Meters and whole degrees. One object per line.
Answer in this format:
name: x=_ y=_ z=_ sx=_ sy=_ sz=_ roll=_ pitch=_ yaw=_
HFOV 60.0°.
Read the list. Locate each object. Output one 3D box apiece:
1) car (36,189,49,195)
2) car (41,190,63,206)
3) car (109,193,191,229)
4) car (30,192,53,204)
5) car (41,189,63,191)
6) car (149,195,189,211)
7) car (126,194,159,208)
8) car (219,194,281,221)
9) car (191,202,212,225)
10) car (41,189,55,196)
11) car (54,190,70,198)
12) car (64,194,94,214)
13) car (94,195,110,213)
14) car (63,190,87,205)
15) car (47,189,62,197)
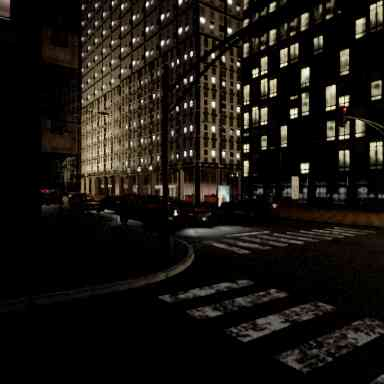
car: x=-35.071 y=0.008 z=78.083 sx=1.887 sy=1.381 sz=4.507 roll=2 pitch=0 yaw=-36
car: x=-15.666 y=0.836 z=37.231 sx=2.008 sy=1.369 sz=4.403 roll=2 pitch=0 yaw=-36
car: x=-2.593 y=1.017 z=19.303 sx=2.192 sy=1.841 sz=5.009 roll=2 pitch=0 yaw=-36
car: x=-18.933 y=0.762 z=41.712 sx=1.802 sy=1.307 sz=4.206 roll=2 pitch=0 yaw=-36
car: x=-25.550 y=0.398 z=60.593 sx=1.994 sy=1.385 sz=4.181 roll=0 pitch=1 yaw=-36
car: x=-2.399 y=1.088 z=33.254 sx=1.947 sy=1.339 sz=4.313 roll=2 pitch=0 yaw=-36
car: x=-5.667 y=0.984 z=37.737 sx=1.947 sy=1.339 sz=4.313 roll=2 pitch=0 yaw=-36
car: x=4.142 y=1.045 z=24.288 sx=2.192 sy=1.841 sz=5.009 roll=2 pitch=0 yaw=-36
car: x=-0.668 y=1.232 z=21.027 sx=1.812 sy=1.442 sz=4.674 roll=0 pitch=1 yaw=-36
car: x=-31.804 y=0.115 z=73.600 sx=1.887 sy=1.381 sz=4.507 roll=2 pitch=0 yaw=-36
car: x=-25.270 y=0.328 z=64.635 sx=1.887 sy=1.381 sz=4.507 roll=2 pitch=0 yaw=-36
car: x=-9.134 y=1.077 z=28.267 sx=1.802 sy=1.307 sz=4.206 roll=2 pitch=0 yaw=-36
car: x=-6.447 y=1.001 z=28.955 sx=1.882 sy=1.535 sz=5.008 roll=0 pitch=1 yaw=-36
car: x=-12.337 y=0.826 z=37.054 sx=2.128 sy=1.511 sz=4.902 roll=0 pitch=1 yaw=-36
car: x=-28.534 y=0.117 z=69.116 sx=1.967 sy=1.590 sz=4.097 roll=2 pitch=0 yaw=-36
